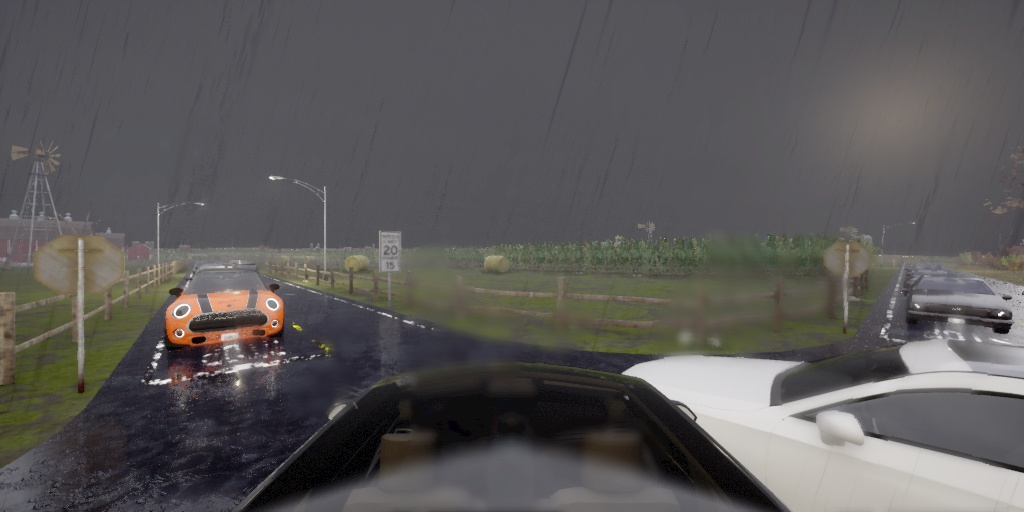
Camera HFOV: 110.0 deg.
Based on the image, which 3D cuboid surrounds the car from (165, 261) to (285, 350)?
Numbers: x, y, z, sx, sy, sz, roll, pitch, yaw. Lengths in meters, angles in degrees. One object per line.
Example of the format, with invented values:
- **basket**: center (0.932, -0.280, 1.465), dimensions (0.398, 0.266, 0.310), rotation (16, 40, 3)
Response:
- **car**: center (-7.464, 1.139, 9.427), dimensions (2.097, 1.767, 4.553), rotation (0, 0, -39)

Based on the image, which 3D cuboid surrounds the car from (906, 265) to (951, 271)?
- **car**: center (21.053, 1.362, 17.865), dimensions (4.181, 1.385, 1.994), rotation (0, 1, -43)

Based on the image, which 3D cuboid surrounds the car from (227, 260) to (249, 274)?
- **car**: center (-33.203, 1.277, 43.393), dimensions (1.837, 1.490, 4.892), rotation (0, 0, -41)

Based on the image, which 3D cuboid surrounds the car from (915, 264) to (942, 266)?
- **car**: center (28.694, 1.307, 24.770), dimensions (4.902, 1.511, 2.128), rotation (0, 1, -42)

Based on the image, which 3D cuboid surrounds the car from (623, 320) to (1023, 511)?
- **car**: center (2.861, 1.293, 2.213), dimensions (1.812, 1.442, 4.674), rotation (0, 1, -43)

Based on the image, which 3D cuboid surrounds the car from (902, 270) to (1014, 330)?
- **car**: center (13.644, 1.334, 11.159), dimensions (5.357, 1.411, 2.033), rotation (0, 1, -42)
